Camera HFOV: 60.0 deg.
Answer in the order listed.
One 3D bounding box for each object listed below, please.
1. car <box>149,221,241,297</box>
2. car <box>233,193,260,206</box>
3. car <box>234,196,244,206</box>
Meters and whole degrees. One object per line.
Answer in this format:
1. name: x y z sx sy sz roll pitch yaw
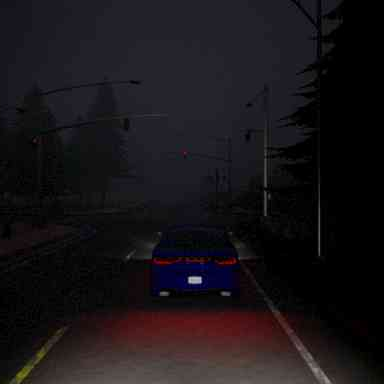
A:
1. car: 0.079 1.478 8.626 1.882 1.535 5.008 0 0 1
2. car: 8.546 1.146 52.089 3.866 1.878 1.905 0 0 0
3. car: 8.956 1.144 49.578 4.605 1.855 1.932 0 0 0
